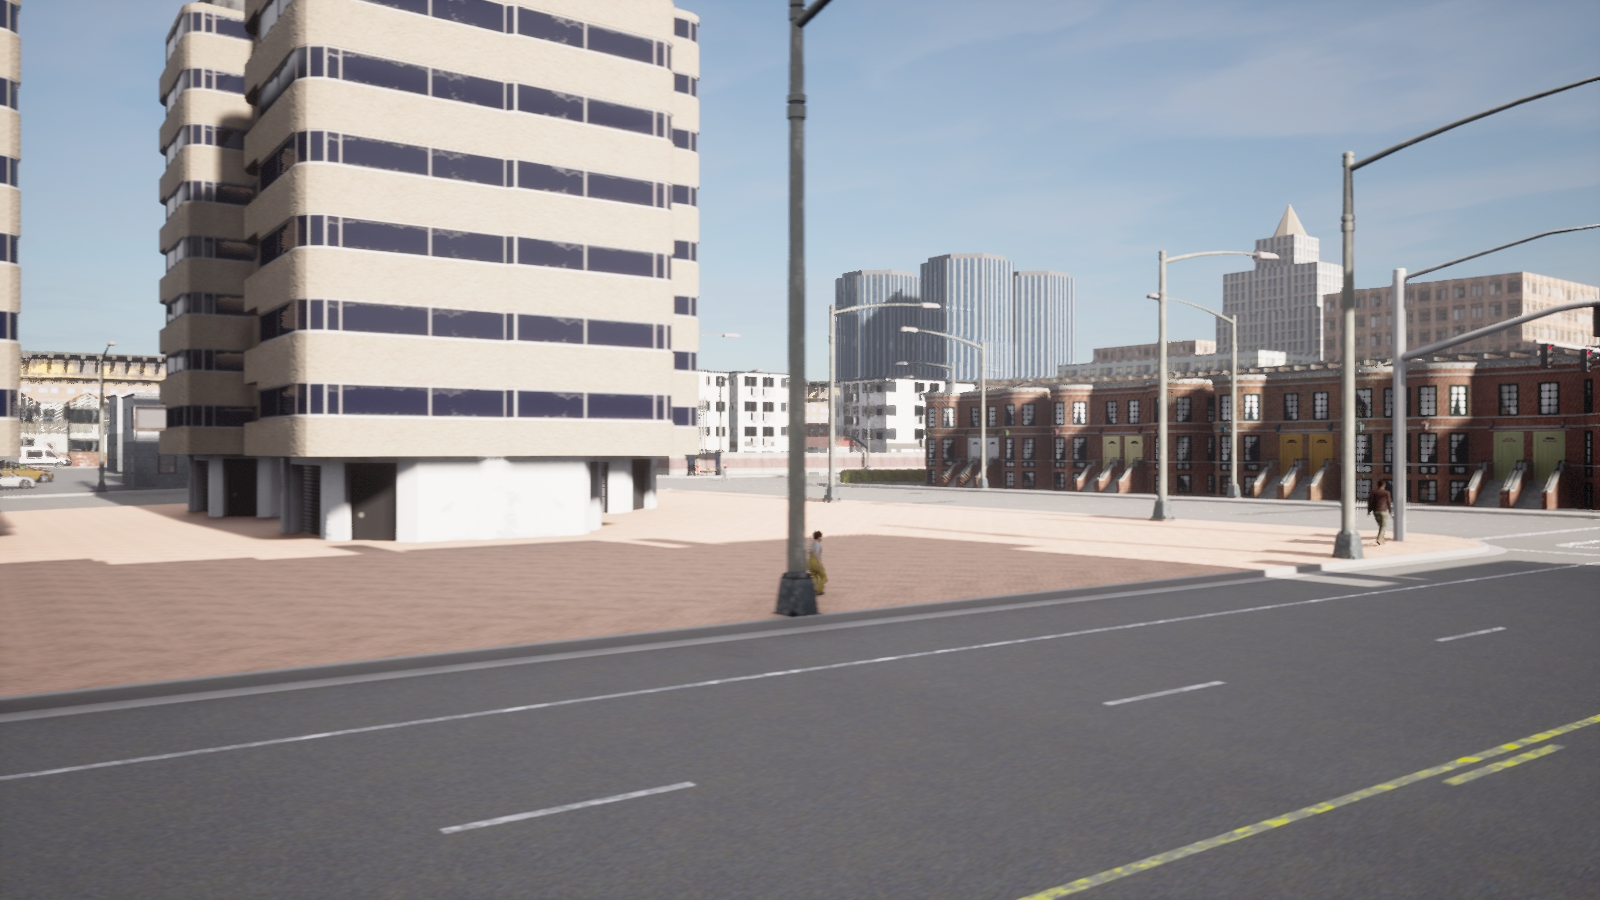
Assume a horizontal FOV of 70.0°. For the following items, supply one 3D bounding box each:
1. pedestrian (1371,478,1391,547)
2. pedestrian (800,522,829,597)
[{"bbox_3d":[15.931,1.697,31.332,0.375,1.860,0.375,0,0,-44],"label":"pedestrian"},{"bbox_3d":[0.261,1.976,20.722,0.375,1.300,0.375,0,0,-33],"label":"pedestrian"}]
